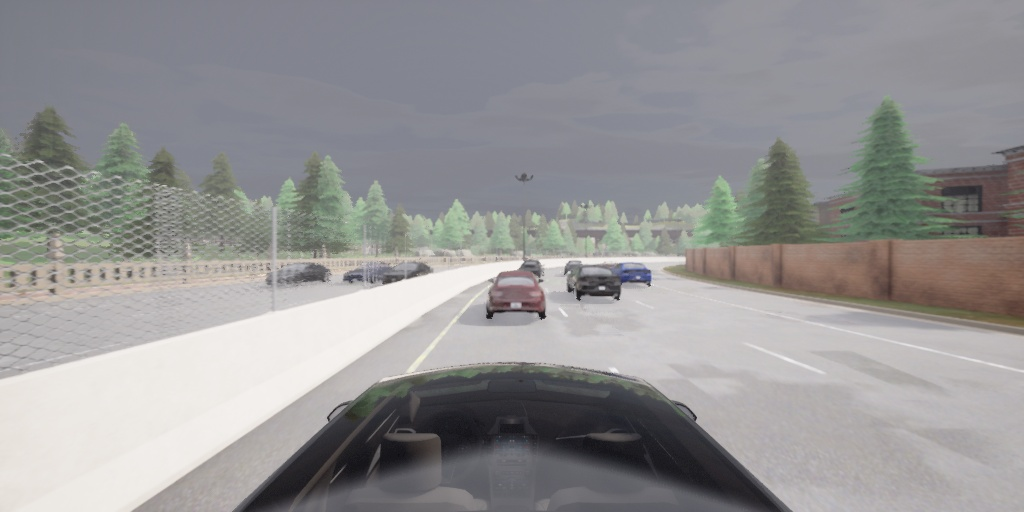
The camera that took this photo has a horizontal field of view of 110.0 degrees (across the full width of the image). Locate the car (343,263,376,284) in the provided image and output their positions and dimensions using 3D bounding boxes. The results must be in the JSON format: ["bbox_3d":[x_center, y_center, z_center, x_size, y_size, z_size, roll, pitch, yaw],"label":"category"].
[{"bbox_3d":[-9.850,1.177,25.735,2.033,1.411,5.357,0,0,6],"label":"car"}]

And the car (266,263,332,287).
[{"bbox_3d":[-13.580,1.158,23.232,1.812,1.442,4.674,0,0,5],"label":"car"}]

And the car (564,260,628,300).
[{"bbox_3d":[3.762,1.152,17.096,1.882,1.535,5.008,0,0,2],"label":"car"}]

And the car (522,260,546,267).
[{"bbox_3d":[1.781,1.107,31.143,1.837,1.490,4.892,0,0,10],"label":"car"}]

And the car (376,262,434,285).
[{"bbox_3d":[-6.570,1.115,23.162,1.882,1.535,5.008,0,0,5],"label":"car"}]

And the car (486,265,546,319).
[{"bbox_3d":[0.139,1.222,12.455,1.812,1.442,4.674,0,0,0],"label":"car"}]

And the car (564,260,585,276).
[{"bbox_3d":[6.169,1.111,35.134,1.812,1.442,4.674,0,0,13],"label":"car"}]

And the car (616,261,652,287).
[{"bbox_3d":[7.769,1.121,23.807,1.882,1.535,5.008,0,0,6],"label":"car"}]

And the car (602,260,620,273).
[{"bbox_3d":[11.197,1.162,40.436,1.895,1.301,4.718,0,0,17],"label":"car"}]
